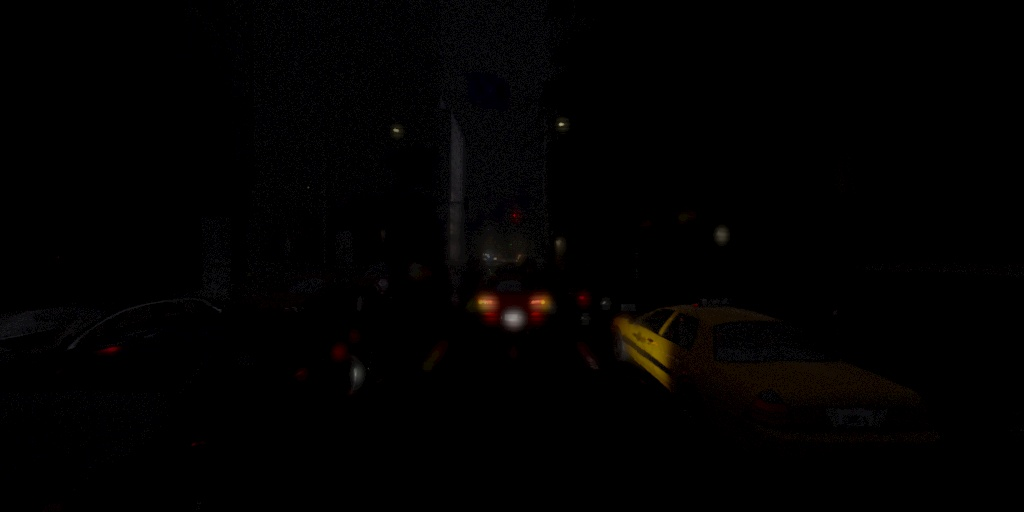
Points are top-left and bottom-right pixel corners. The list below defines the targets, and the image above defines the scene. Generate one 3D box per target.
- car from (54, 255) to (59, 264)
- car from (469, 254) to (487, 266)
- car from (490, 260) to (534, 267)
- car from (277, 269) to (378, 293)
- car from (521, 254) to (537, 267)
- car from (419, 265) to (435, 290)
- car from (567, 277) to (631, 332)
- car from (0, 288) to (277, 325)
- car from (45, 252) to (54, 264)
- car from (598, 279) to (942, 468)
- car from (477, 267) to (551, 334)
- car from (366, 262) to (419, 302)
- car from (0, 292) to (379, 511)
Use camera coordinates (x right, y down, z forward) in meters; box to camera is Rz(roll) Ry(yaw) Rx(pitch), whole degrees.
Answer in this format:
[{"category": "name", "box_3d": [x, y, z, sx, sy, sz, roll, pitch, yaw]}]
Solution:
[{"category": "car", "box_3d": [-48.187, 0.175, 35.856, 4.181, 1.385, 1.994, 1, 0, 0]}, {"category": "car", "box_3d": [-5.837, 0.674, 58.778, 2.192, 1.841, 5.009, 0, 0, 0]}, {"category": "car", "box_3d": [-0.004, 1.132, 19.165, 1.837, 1.490, 4.892, 0, 0, 0]}, {"category": "car", "box_3d": [-5.773, 1.233, 10.458, 1.888, 1.381, 4.507, 0, 0, 0]}, {"category": "car", "box_3d": [2.696, 0.835, 53.352, 1.967, 1.591, 4.097, 0, 0, 0]}, {"category": "car", "box_3d": [-5.787, 1.137, 21.201, 1.751, 1.417, 4.829, 0, 0, 0]}, {"category": "car", "box_3d": [2.753, 1.254, 10.471, 1.948, 1.339, 4.313, 0, 0, 0]}, {"category": "car", "box_3d": [-5.765, 1.277, 5.001, 2.007, 1.370, 4.403, 0, 0, 0]}, {"category": "car", "box_3d": [-45.834, 0.171, 32.747, 4.902, 1.511, 2.128, 1, 0, 0]}, {"category": "car", "box_3d": [2.760, 1.252, 5.184, 1.751, 1.417, 4.829, 0, 0, 0]}, {"category": "car", "box_3d": [0.059, 1.215, 10.300, 1.812, 1.442, 4.674, 0, 0, 0]}, {"category": "car", "box_3d": [-5.780, 1.090, 15.915, 1.967, 1.591, 4.097, 0, 0, 0]}, {"category": "car", "box_3d": [-3.098, 1.301, 3.445, 1.994, 1.385, 4.181, 0, 0, 0]}]
